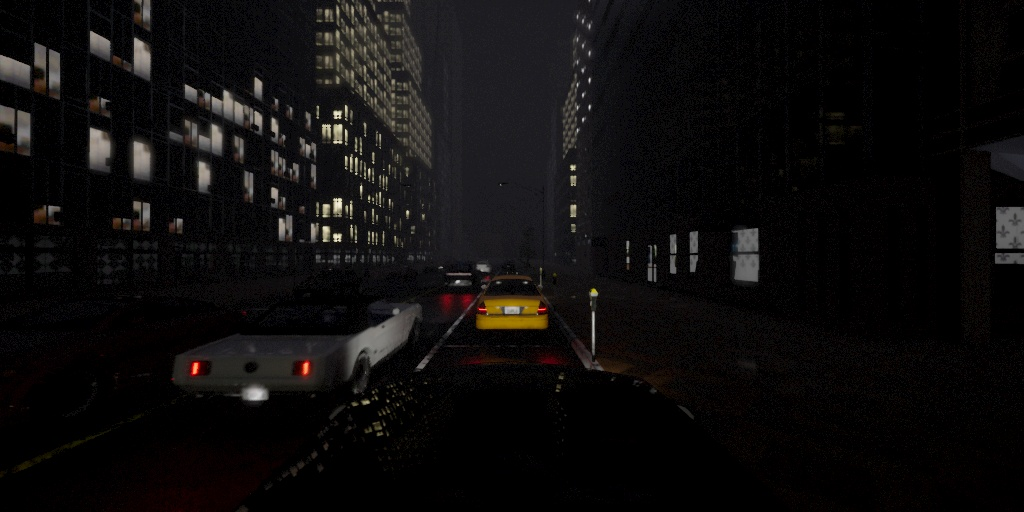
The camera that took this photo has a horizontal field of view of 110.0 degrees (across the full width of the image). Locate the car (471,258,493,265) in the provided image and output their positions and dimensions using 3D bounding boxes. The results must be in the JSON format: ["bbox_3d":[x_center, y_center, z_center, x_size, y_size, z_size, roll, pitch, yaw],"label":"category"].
[{"bbox_3d":[-3.145,1.262,39.391,1.812,1.442,4.674,0,0,0],"label":"car"}]

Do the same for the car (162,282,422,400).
[{"bbox_3d":[-3.044,1.351,6.481,1.895,1.301,4.718,0,0,0],"label":"car"}]

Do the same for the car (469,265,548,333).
[{"bbox_3d":[0.004,1.206,10.689,1.801,1.575,5.366,0,0,0],"label":"car"}]

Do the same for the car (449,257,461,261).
[{"bbox_3d":[-8.836,1.273,51.803,1.888,1.381,4.507,0,0,0],"label":"car"}]

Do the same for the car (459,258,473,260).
[{"bbox_3d":[-6.146,1.307,50.662,2.033,1.411,5.357,0,0,0],"label":"car"}]

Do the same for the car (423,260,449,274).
[{"bbox_3d":[-8.836,1.286,40.419,2.007,1.370,4.403,0,0,0],"label":"car"}]

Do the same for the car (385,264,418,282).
[{"bbox_3d":[-8.835,1.325,29.033,1.802,1.307,4.207,0,0,0],"label":"car"}]

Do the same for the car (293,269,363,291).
[{"bbox_3d":[-8.836,1.313,17.650,1.948,1.339,4.313,0,0,0],"label":"car"}]

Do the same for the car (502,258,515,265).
[{"bbox_3d":[-0.455,1.298,46.099,1.948,1.339,4.313,0,0,0],"label":"car"}]

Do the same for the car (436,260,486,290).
[{"bbox_3d":[-3.046,1.237,22.613,2.128,1.511,4.902,0,0,0],"label":"car"}]

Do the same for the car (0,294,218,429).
[{"bbox_3d":[-6.246,1.314,5.541,1.994,1.385,4.181,0,0,0],"label":"car"}]
